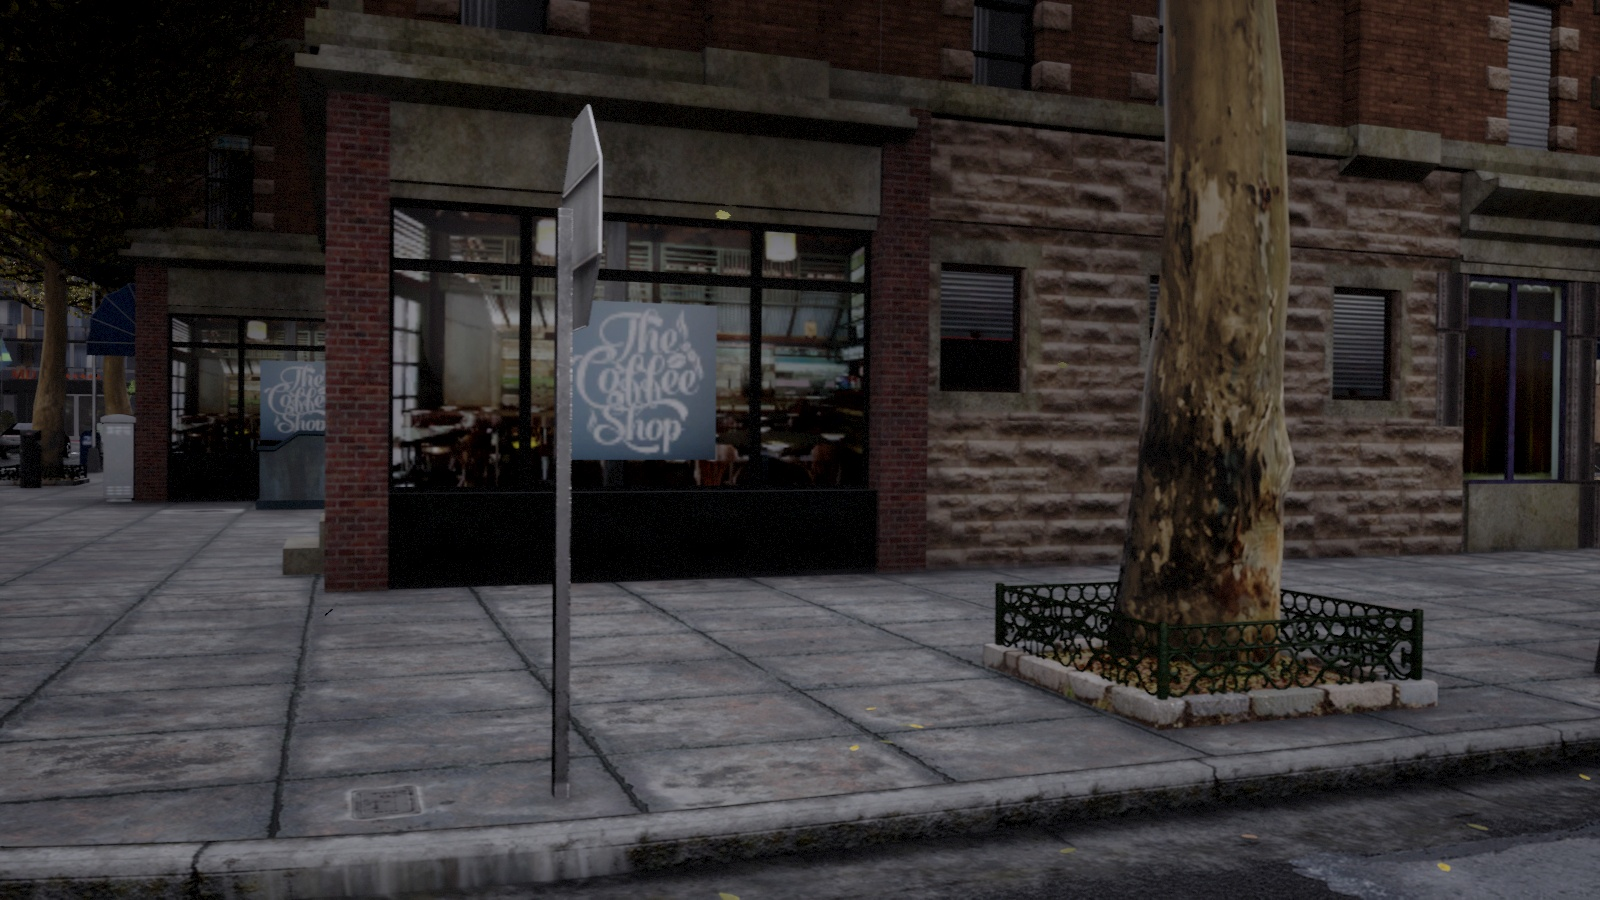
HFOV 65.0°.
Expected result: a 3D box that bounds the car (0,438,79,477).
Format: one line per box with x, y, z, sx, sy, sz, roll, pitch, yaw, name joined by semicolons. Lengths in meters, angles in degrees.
-31.440;0.263;51.751;2.128;1.511;4.902;-1;1;-20;car
